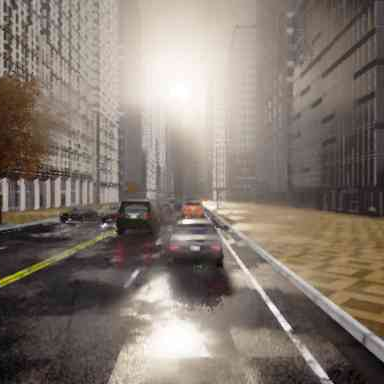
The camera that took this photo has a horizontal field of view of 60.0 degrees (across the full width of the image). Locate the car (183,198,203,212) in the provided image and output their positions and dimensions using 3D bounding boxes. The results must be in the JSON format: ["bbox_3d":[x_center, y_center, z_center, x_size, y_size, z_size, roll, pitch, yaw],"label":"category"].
[{"bbox_3d":[0.093,1.739,35.116,2.097,1.767,4.553,0,-1,0],"label":"car"}]

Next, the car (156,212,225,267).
[{"bbox_3d":[0.094,1.681,11.966,2.033,1.411,5.357,0,-1,0],"label":"car"}]

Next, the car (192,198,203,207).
[{"bbox_3d":[1.126,2.093,67.152,2.097,1.767,4.553,0,-1,0],"label":"car"}]

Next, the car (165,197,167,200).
[{"bbox_3d":[-6.512,1.959,70.048,2.150,2.045,5.566,0,-1,0],"label":"car"}]

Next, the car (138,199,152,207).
[{"bbox_3d":[-9.762,2.260,69.657,2.128,1.511,4.902,0,-1,0],"label":"car"}]

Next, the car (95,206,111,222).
[{"bbox_3d":[-6.604,1.874,29.578,2.033,1.411,5.357,0,-1,0],"label":"car"}]

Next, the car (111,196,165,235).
[{"bbox_3d":[-3.153,1.452,20.645,2.150,2.045,5.566,0,0,0],"label":"car"}]

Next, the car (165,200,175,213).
[{"bbox_3d":[-3.157,1.962,39.505,1.812,1.442,4.674,0,0,0],"label":"car"}]

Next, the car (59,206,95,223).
[{"bbox_3d":[-9.855,1.922,29.036,1.895,1.301,4.718,0,-1,0],"label":"car"}]
